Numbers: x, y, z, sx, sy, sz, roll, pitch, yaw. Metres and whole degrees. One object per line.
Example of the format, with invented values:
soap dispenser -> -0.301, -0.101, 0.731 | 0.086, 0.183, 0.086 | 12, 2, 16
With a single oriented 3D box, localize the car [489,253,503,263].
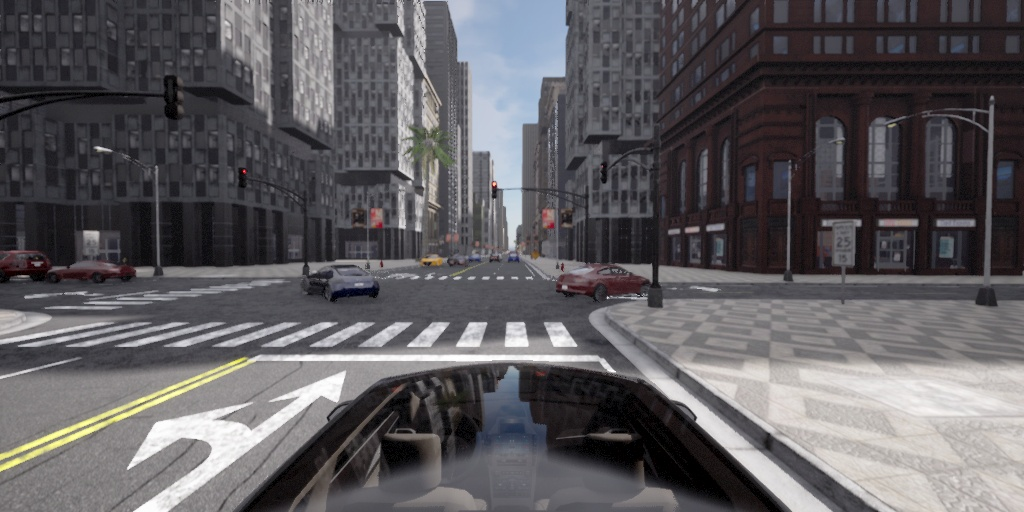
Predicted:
car -> -2.951, 0.390, 62.478 | 1.837, 1.490, 4.892 | 0, 1, 0

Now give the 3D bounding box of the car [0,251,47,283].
car -> -30.611, 0.614, 21.321 | 5.009, 1.841, 2.192 | 0, 0, -1

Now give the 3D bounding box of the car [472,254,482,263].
car -> -6.257, 0.380, 60.686 | 1.882, 1.535, 5.008 | 0, 0, 1

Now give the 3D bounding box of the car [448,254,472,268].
car -> -6.385, 0.654, 43.342 | 1.994, 1.385, 4.181 | 0, 1, 0

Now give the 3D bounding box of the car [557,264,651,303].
car -> 4.001, 1.064, 15.310 | 4.674, 1.442, 1.812 | 0, 0, -34

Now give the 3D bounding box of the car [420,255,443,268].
car -> -9.635, 0.568, 43.342 | 1.882, 1.535, 5.008 | 0, 1, 0

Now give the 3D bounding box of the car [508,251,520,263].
car -> 0.329, 0.374, 61.235 | 1.882, 1.535, 5.008 | 0, 0, 1

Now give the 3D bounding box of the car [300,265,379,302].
car -> -7.519, 1.069, 15.559 | 4.181, 1.385, 1.994 | 1, 1, 43

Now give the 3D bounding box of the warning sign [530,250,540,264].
warning sign -> 3.074, 0.153, 47.324 | 1.300, 1.860, 1.060 | 0, 0, 0

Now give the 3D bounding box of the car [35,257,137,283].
car -> -24.972, 0.899, 21.381 | 4.207, 1.307, 1.802 | 0, 0, -1
